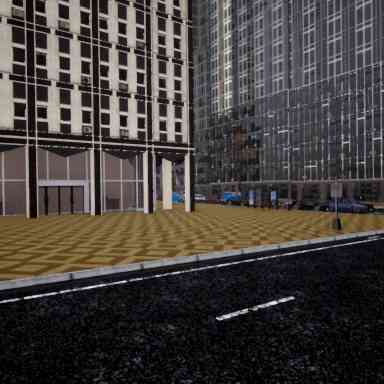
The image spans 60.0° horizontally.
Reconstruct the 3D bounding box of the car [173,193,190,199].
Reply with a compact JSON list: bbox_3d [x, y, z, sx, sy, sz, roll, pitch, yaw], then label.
[{"bbox_3d":[-2.374,0.934,74.345,1.802,1.307,4.206,0,1,-34],"label":"car"}]

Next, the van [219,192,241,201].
[{"bbox_3d":[7.218,0.853,60.245,1.690,1.788,3.998,-1,1,-34],"label":"van"}]

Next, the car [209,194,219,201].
[{"bbox_3d":[4.021,1.041,64.947,1.802,1.307,4.206,-1,1,-34],"label":"car"}]

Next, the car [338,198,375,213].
[{"bbox_3d":[16.710,1.384,35.997,2.033,1.411,5.357,-1,1,-34],"label":"car"}]

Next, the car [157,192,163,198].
[{"bbox_3d":[-5.572,0.613,79.041,2.192,1.841,5.009,0,1,-34],"label":"car"}]

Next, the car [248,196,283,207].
[{"bbox_3d":[10.030,1.330,45.815,1.895,1.301,4.718,-1,1,-34],"label":"car"}]

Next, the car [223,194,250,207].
[{"bbox_3d":[6.640,1.318,46.109,1.947,1.339,4.313,-1,1,-34],"label":"car"}]

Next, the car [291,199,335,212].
[{"bbox_3d":[12.973,1.422,36.667,1.947,1.339,4.313,-1,1,-34],"label":"car"}]

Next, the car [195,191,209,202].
[{"bbox_3d":[0.106,0.789,60.491,2.150,2.045,5.566,-1,1,-34],"label":"car"}]

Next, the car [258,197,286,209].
[{"bbox_3d":[9.789,1.386,41.378,1.802,1.307,4.206,-1,1,-34],"label":"car"}]

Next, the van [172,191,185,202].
[{"bbox_3d":[-2.907,0.936,60.231,1.690,1.788,3.998,0,1,-34],"label":"van"}]
